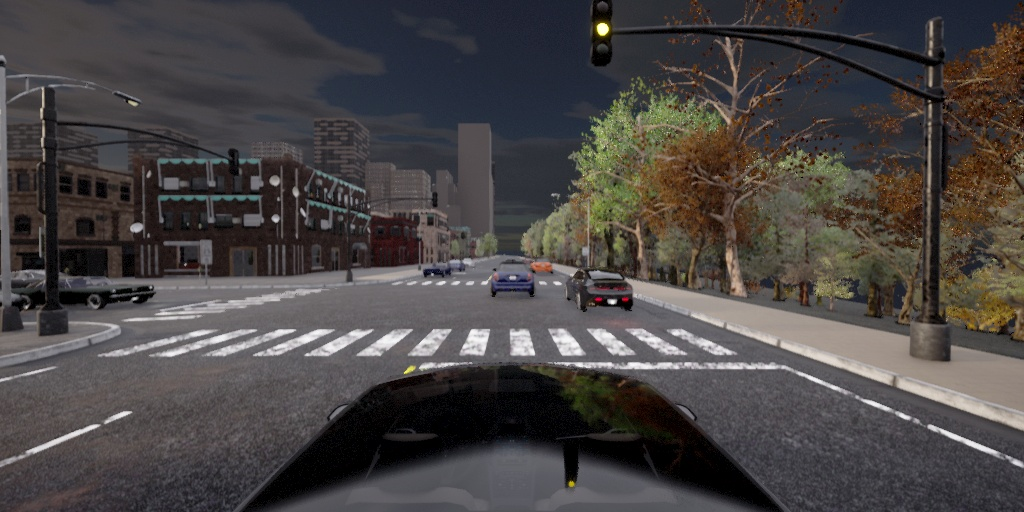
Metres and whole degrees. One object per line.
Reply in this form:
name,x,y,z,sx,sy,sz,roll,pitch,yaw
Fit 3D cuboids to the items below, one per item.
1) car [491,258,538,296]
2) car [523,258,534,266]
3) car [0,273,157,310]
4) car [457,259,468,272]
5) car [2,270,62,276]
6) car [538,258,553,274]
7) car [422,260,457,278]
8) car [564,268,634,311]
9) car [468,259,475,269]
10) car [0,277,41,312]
car,0.024,1.056,18.965,2.097,1.767,4.553,0,0,0
car,2.984,1.097,65.182,1.812,1.442,4.674,0,0,0
car,-18.148,1.518,15.203,4.718,1.301,1.895,-1,1,1
car,-6.771,1.160,43.074,1.812,1.442,4.674,0,0,0
car,-28.365,1.511,21.006,4.403,1.370,2.007,0,0,0
car,3.184,0.998,39.087,2.097,1.767,4.553,0,0,0
car,-6.729,1.265,32.904,1.895,1.301,4.718,0,0,2
car,3.295,1.223,14.233,1.837,1.490,4.892,0,1,0
car,-6.804,1.128,54.572,1.812,1.442,4.674,0,0,0
car,-19.994,1.537,12.531,4.313,1.339,1.948,0,0,0
